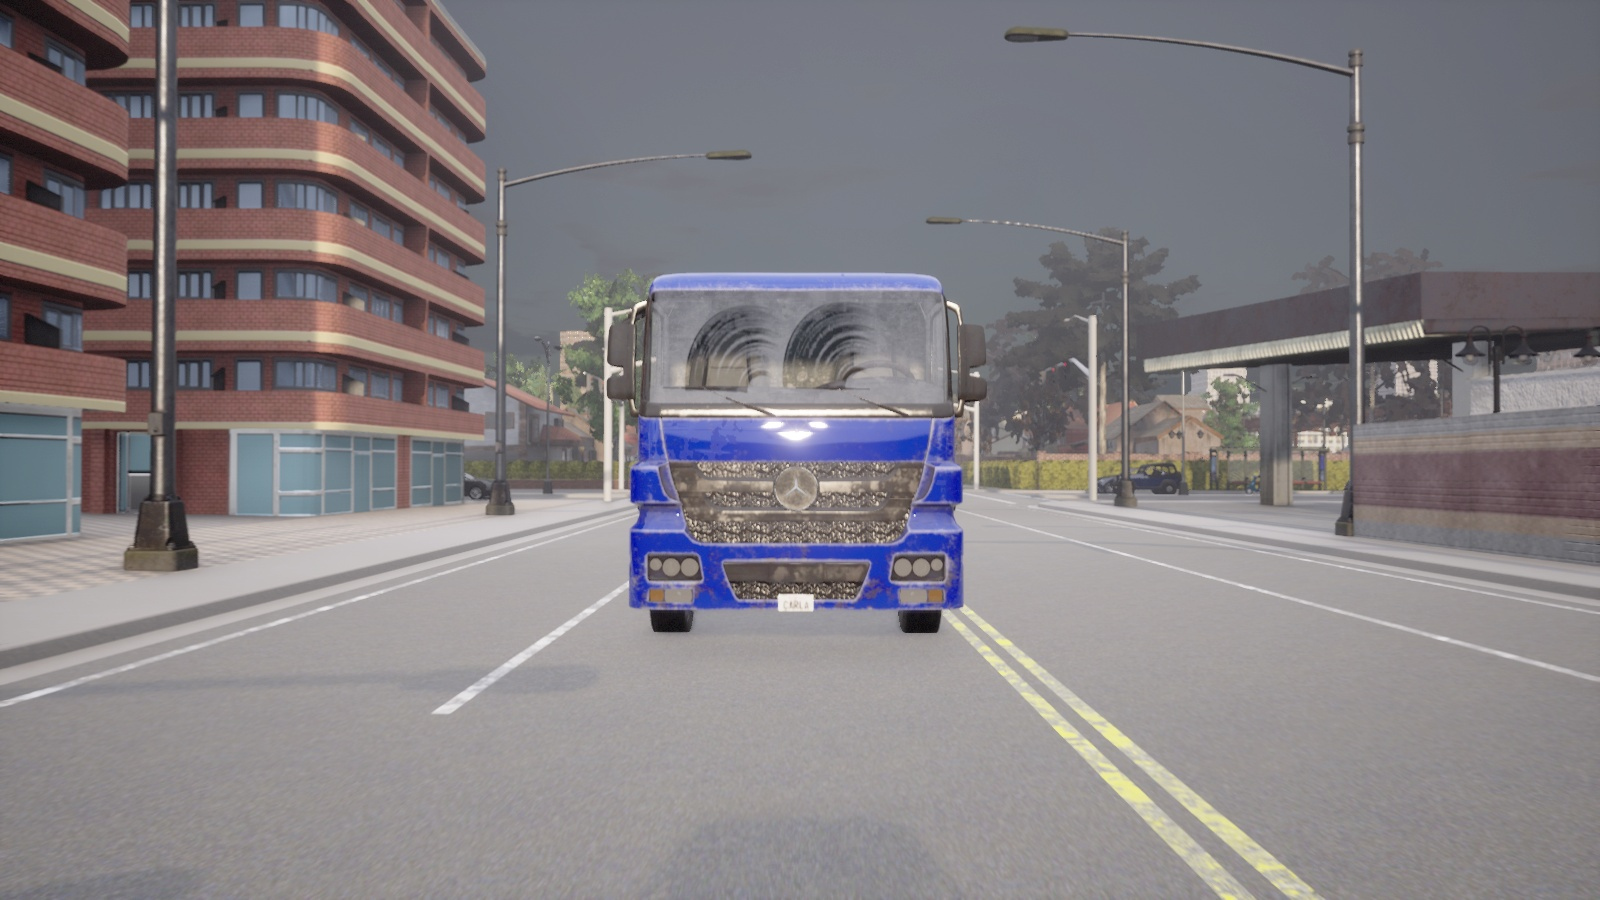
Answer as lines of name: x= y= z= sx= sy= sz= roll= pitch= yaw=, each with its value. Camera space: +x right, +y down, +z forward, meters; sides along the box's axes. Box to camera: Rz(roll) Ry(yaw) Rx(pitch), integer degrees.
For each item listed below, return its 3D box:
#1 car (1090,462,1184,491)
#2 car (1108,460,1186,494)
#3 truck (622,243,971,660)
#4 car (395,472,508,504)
car: x=19.942 y=1.559 z=74.497 sx=5.027 sy=1.651 sz=2.152 roll=0 pitch=-1 yaw=0
car: x=19.586 y=1.528 z=70.980 sx=3.866 sy=1.878 sz=1.905 roll=0 pitch=-1 yaw=1
truck: x=-0.038 y=0.065 z=14.445 sx=2.891 sy=3.462 sz=7.936 roll=0 pitch=-1 yaw=0
car: x=-16.668 y=1.818 z=60.147 sx=4.892 sy=1.490 sz=1.837 roll=0 pitch=-1 yaw=2
